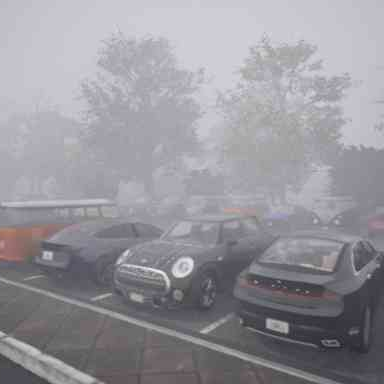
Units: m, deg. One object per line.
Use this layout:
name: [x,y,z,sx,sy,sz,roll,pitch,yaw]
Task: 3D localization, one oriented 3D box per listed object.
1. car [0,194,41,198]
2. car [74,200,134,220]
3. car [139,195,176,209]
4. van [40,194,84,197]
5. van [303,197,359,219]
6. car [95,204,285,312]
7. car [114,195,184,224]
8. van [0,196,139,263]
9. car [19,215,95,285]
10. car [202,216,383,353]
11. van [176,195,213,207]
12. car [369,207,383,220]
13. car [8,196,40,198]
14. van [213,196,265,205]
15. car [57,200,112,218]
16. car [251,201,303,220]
car: [-19.109,1.304,38.004,2.435,2.045,5.566,0,0,36]
car: [-7.759,1.521,29.849,2.097,1.535,5.008,0,0,36]
car: [-1.030,1.249,24.970,2.435,2.045,5.566,0,0,36]
van: [-12.283,1.309,33.262,1.878,1.987,4.442,0,0,36]
van: [7.923,1.251,18.415,1.878,1.987,4.442,0,0,35]
car: [0.291,1.354,7.965,2.185,1.767,4.553,0,0,36]
car: [-3.277,1.256,26.590,2.435,2.045,5.566,0,0,36]
van: [-4.161,1.265,11.280,1.878,1.987,4.442,0,0,36]
car: [-1.959,1.514,9.585,2.163,1.488,4.792,0,0,36]
car: [2.524,1.480,6.309,2.231,1.521,4.892,0,0,36]
van: [1.164,1.268,23.278,1.878,1.987,4.442,0,0,36]
car: [10.236,1.505,16.917,2.163,1.488,4.792,0,0,36]
car: [-16.747,1.548,36.329,2.097,1.535,5.008,0,0,36]
van: [3.548,1.261,21.847,1.878,1.987,4.442,0,0,36]
car: [-10.102,1.568,31.548,2.002,1.452,4.674,0,0,36]
car: [5.730,1.480,20.137,2.097,1.535,5.008,0,0,36]
